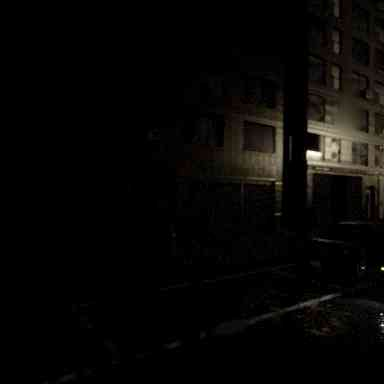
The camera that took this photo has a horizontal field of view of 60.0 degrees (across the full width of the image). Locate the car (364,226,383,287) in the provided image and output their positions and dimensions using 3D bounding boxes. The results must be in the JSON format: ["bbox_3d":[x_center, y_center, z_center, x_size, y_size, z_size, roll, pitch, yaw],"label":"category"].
[{"bbox_3d":[6.579,1.563,7.943,5.357,1.411,2.033,0,0,-35],"label":"car"}]

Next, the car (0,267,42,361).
[{"bbox_3d":[-4.045,1.563,3.765,4.313,1.339,1.947,0,1,-35],"label":"car"}]

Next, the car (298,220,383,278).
[{"bbox_3d":[5.126,1.581,10.226,4.313,1.339,1.947,0,1,-35],"label":"car"}]
